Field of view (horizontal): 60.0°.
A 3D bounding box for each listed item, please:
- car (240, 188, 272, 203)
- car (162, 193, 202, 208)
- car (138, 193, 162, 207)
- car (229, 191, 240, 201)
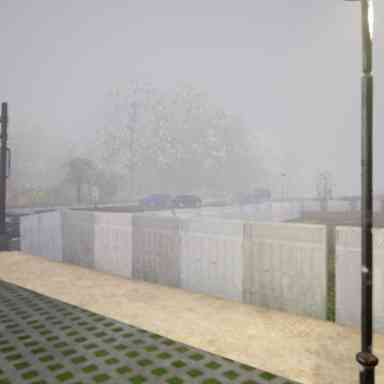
[{"bbox_3d":[10.276,0.366,51.239,2.150,2.045,5.566,3,3,41],"label":"car"},{"bbox_3d":[-0.834,1.025,38.745,1.837,1.490,4.892,3,3,41],"label":"car"},{"bbox_3d":[-4.155,0.872,39.883,1.882,1.535,5.008,3,3,41],"label":"car"},{"bbox_3d":[7.862,0.610,53.437,2.097,1.767,4.553,3,3,41],"label":"car"}]
